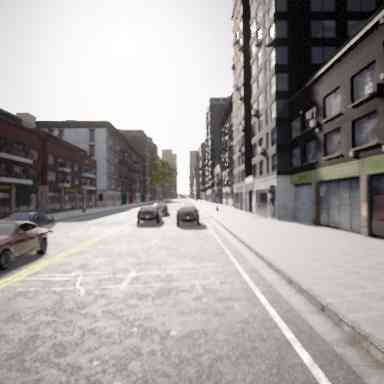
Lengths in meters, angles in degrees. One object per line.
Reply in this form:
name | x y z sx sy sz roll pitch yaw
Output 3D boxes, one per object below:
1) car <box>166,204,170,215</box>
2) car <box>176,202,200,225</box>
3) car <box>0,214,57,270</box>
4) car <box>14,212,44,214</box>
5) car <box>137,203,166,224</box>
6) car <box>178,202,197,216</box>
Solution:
car | -3.862 2.057 41.460 2.128 1.511 4.902 -1 -1 -1
car | -0.342 1.833 27.577 1.882 1.535 5.008 -1 -1 -1
car | -6.765 1.758 12.021 1.812 1.442 4.674 -1 -1 -1
car | -10.124 1.922 20.338 2.033 1.411 5.357 -1 -1 0
car | -3.639 1.889 29.154 1.882 1.535 5.008 -1 -1 -1
car | -0.582 2.019 41.438 2.128 1.511 4.902 -1 -1 -1
